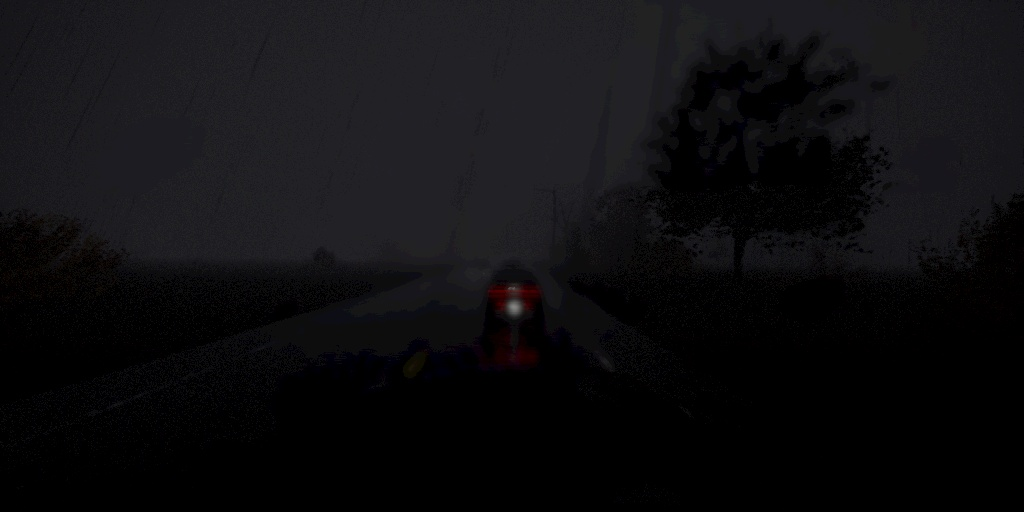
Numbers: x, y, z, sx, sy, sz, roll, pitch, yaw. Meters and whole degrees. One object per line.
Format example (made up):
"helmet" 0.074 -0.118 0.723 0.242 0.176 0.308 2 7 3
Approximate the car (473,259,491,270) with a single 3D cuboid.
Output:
"car" -3.600 1.044 43.636 1.895 1.301 4.718 0 0 0

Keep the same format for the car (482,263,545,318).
"car" 0.081 1.179 12.558 1.837 1.490 4.892 0 1 0

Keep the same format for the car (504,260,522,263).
"car" 0.080 1.065 28.098 1.837 1.490 4.892 0 0 0
